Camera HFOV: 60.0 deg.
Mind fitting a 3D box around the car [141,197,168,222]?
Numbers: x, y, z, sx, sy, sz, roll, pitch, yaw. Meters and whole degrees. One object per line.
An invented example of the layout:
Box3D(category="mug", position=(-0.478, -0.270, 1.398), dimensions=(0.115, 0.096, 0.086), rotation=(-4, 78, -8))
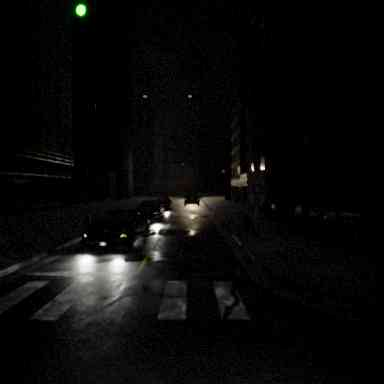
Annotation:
Box3D(category="car", position=(-3.095, 1.358, 25.036), dimensions=(1.837, 1.490, 4.892), rotation=(0, 1, 0))

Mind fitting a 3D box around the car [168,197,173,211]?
Box3D(category="car", position=(-3.078, 1.277, 36.233), dimensions=(2.033, 1.411, 5.357), rotation=(0, 1, 1))

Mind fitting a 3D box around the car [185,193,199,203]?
Box3D(category="car", position=(-0.011, 0.987, 55.061), dimensions=(2.128, 1.511, 4.902), rotation=(0, 1, 0))

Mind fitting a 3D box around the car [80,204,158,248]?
Box3D(category="car", position=(-3.075, 1.484, 14.703), dimensions=(2.033, 1.411, 5.357), rotation=(0, 0, 4))

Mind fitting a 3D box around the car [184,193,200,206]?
Box3D(category="car", position=(-0.010, 0.972, 45.028), dimensions=(2.097, 1.767, 4.553), rotation=(0, 1, 0))
